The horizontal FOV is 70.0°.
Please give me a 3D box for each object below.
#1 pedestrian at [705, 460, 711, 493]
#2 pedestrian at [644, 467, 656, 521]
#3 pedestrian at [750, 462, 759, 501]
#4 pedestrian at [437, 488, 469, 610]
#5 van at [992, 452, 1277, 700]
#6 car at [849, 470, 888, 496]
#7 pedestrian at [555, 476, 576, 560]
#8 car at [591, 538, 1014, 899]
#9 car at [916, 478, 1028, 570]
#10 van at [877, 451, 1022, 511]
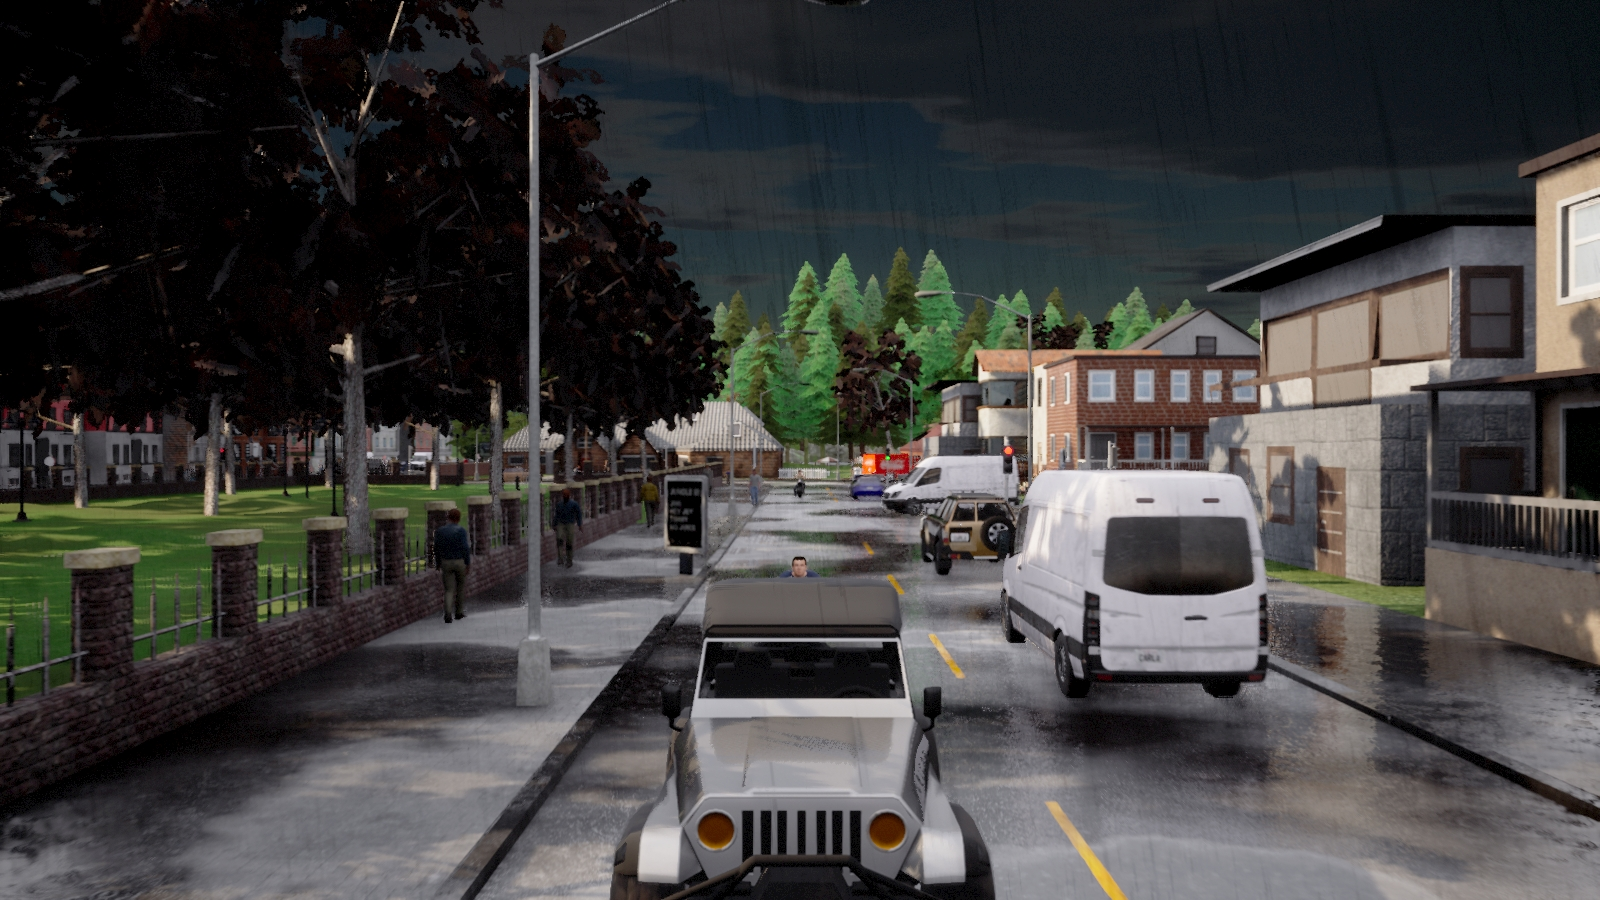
[{"bbox_3d":[-5.321,1.527,66.150,0.375,1.860,0.375,0,0,-3],"label":"pedestrian"},{"bbox_3d":[-5.198,1.526,39.624,0.375,1.860,0.375,0,0,-1],"label":"pedestrian"},{"bbox_3d":[-2.175,1.526,55.015,0.375,1.860,0.375,0,0,11],"label":"pedestrian"},{"bbox_3d":[-5.367,1.525,17.685,0.375,1.860,0.375,0,0,0],"label":"pedestrian"},{"bbox_3d":[3.961,1.315,14.795,1.988,2.561,5.915,0,0,0],"label":"van"},{"bbox_3d":[3.986,1.901,67.132,1.994,1.385,4.181,0,0,0],"label":"car"},{"bbox_3d":[-5.278,1.526,25.743,0.375,1.860,0.375,0,0,4],"label":"pedestrian"},{"bbox_3d":[0.017,1.637,7.084,1.905,1.878,3.866,0,0,0],"label":"car"},{"bbox_3d":[3.938,1.644,26.860,1.932,1.855,4.605,0,0,0],"label":"car"},{"bbox_3d":[6.499,1.315,49.786,5.915,2.561,1.988,0,-1,-12],"label":"van"}]
